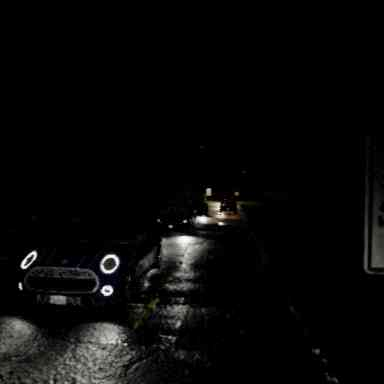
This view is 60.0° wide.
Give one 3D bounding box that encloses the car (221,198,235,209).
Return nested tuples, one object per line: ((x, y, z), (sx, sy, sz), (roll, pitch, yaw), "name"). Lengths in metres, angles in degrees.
((5.403, 1.654, 49.310), (1.895, 1.301, 4.718), (1, 0, 7), "car")

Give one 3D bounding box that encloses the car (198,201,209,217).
((0.586, 1.540, 31.802), (1.994, 1.385, 4.181), (1, 0, 7), "car")

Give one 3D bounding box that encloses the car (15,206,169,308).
((-2.082, 1.298, 8.051), (2.097, 1.767, 4.553), (1, 0, 6), "car")

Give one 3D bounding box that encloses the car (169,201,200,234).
((-0.831, 1.487, 19.355), (1.812, 1.442, 4.674), (1, 0, 6), "car")

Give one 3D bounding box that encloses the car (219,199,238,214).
((3.988, 1.535, 36.412), (2.128, 1.511, 4.902), (1, 0, 7), "car")
